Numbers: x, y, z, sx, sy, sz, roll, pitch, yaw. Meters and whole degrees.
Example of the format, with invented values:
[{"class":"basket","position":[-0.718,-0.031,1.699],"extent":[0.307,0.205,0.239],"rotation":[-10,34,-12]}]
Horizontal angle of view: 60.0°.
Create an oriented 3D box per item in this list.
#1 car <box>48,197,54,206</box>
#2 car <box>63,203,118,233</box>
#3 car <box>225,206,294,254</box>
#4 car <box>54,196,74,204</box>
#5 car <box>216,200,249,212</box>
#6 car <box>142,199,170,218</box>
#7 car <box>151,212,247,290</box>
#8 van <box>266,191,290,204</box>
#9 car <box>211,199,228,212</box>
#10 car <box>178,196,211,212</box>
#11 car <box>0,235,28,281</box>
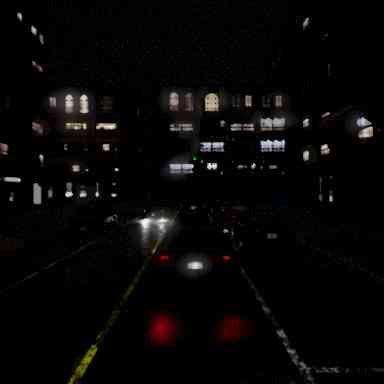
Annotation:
[{"class":"car","position":[-19.657,1.097,40.824],"extent":[4.097,1.590,1.967],"rotation":[0,0,0]},{"class":"car","position":[-5.272,1.372,18.283],"extent":[1.947,1.339,4.313],"rotation":[1,1,0]},{"class":"car","position":[2.575,1.428,12.742],"extent":[1.947,1.339,4.313],"rotation":[1,1,0]},{"class":"car","position":[-19.699,1.216,48.964],"extent":[4.403,1.369,2.008],"rotation":[0,0,0]},{"class":"car","position":[2.575,1.349,18.307],"extent":[1.887,1.381,4.507],"rotation":[1,1,0]},{"class":"car","position":[-2.818,1.266,27.035],"extent":[2.033,1.411,5.357],"rotation":[0,1,0]},{"class":"car","position":[0.076,1.467,8.850],"extent":[1.994,1.385,4.181],"rotation":[0,1,0]},{"class":"van","position":[13.085,0.793,49.004],"extent":[3.998,1.788,1.690],"rotation":[0,0,0]},{"class":"car","position":[2.575,1.260,29.434],"extent":[1.947,1.339,4.313],"rotation":[1,1,0]},{"class":"car","position":[0.080,1.093,24.840],"extent":[2.097,1.767,4.553],"rotation":[0,1,0]},{"class":"car","position":[-5.285,1.449,6.984],"extent":[1.752,1.417,4.829],"rotation":[1,1,0]}]
